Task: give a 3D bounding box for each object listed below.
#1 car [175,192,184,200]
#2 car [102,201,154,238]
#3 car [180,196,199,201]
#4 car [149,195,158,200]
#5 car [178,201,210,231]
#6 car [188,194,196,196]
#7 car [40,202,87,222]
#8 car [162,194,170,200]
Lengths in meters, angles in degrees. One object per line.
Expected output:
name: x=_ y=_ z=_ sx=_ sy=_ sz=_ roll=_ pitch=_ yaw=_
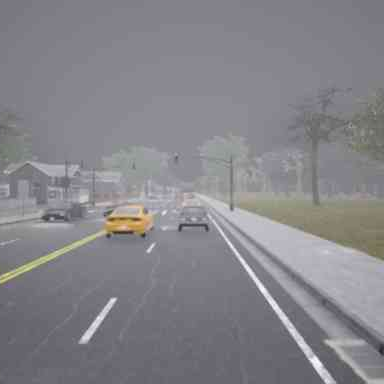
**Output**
car: x=-3.278 y=0.974 z=85.384 sx=2.150 sy=2.045 sz=5.566 roll=0 pitch=0 yaw=0
car: x=-3.154 y=1.443 z=17.650 sx=1.882 sy=1.535 sz=5.008 roll=0 pitch=0 yaw=0
car: x=0.025 y=1.415 z=30.305 sx=1.882 sy=1.535 sz=5.008 roll=0 pitch=0 yaw=1
car: x=-9.778 y=1.395 z=84.718 sx=1.895 sy=1.301 sz=4.718 roll=0 pitch=0 yaw=0
car: x=0.096 y=1.505 z=20.333 sx=2.033 sy=1.411 sz=5.357 roll=0 pitch=0 yaw=0
car: x=-0.028 y=1.264 z=85.772 sx=1.837 sy=1.490 sz=4.892 roll=0 pitch=0 yaw=0
car: x=-9.829 y=1.500 z=26.041 sx=2.033 sy=1.411 sz=5.357 roll=0 pitch=0 yaw=0
car: x=-6.528 y=1.298 z=84.748 sx=1.837 sy=1.490 sz=4.892 roll=0 pitch=0 yaw=0
